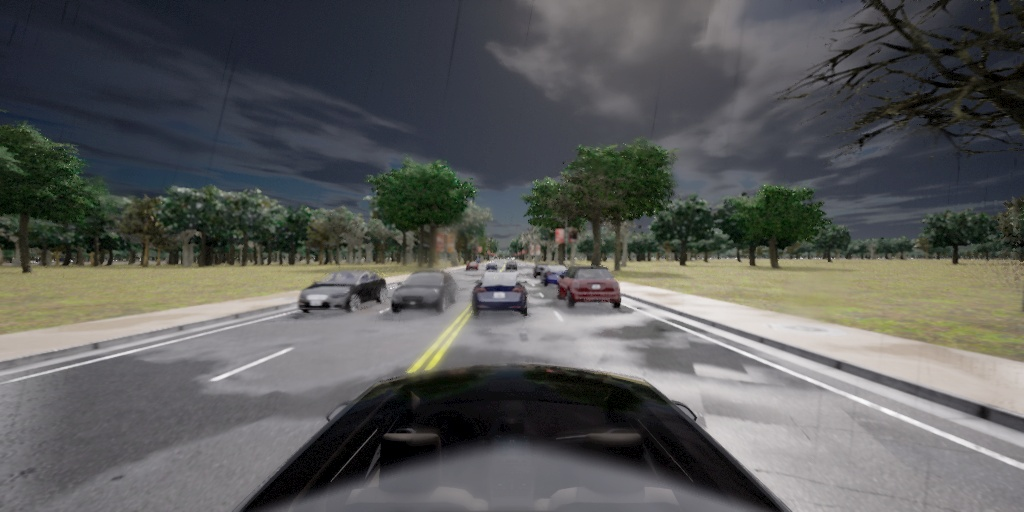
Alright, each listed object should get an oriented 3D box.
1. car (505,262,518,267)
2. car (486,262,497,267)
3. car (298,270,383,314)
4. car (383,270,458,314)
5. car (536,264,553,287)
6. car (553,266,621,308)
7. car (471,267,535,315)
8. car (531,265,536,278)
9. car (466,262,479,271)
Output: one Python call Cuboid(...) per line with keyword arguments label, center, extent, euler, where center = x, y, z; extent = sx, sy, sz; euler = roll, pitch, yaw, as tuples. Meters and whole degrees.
Cuboid(label="car", center=(-0.067, 1.690, 57.070), extent=(1.837, 1.490, 4.892), euler=(0, 0, 0))
Cuboid(label="car", center=(-3.419, 1.766, 61.005), extent=(2.033, 1.411, 5.357), euler=(0, 0, 0))
Cuboid(label="car", center=(-6.607, 1.342, 14.536), extent=(2.128, 1.511, 4.902), euler=(0, 0, 0))
Cuboid(label="car", center=(-3.357, 1.355, 14.526), extent=(1.837, 1.490, 4.892), euler=(0, 0, 0))
Cuboid(label="car", center=(3.222, 1.453, 27.020), extent=(2.163, 1.488, 4.792), euler=(0, 0, 0))
Cuboid(label="car", center=(3.243, 1.214, 15.956), extent=(2.097, 1.767, 4.553), euler=(0, 0, 0))
Cuboid(label="car", center=(-0.413, 1.351, 14.149), extent=(2.163, 1.488, 4.792), euler=(0, 0, 0))
Cuboid(label="car", center=(3.189, 1.539, 37.995), extent=(1.837, 1.490, 4.892), euler=(0, 0, 0))
Cuboid(label="car", center=(-6.669, 1.696, 60.800), extent=(1.882, 1.535, 5.008), euler=(0, -1, 0))
